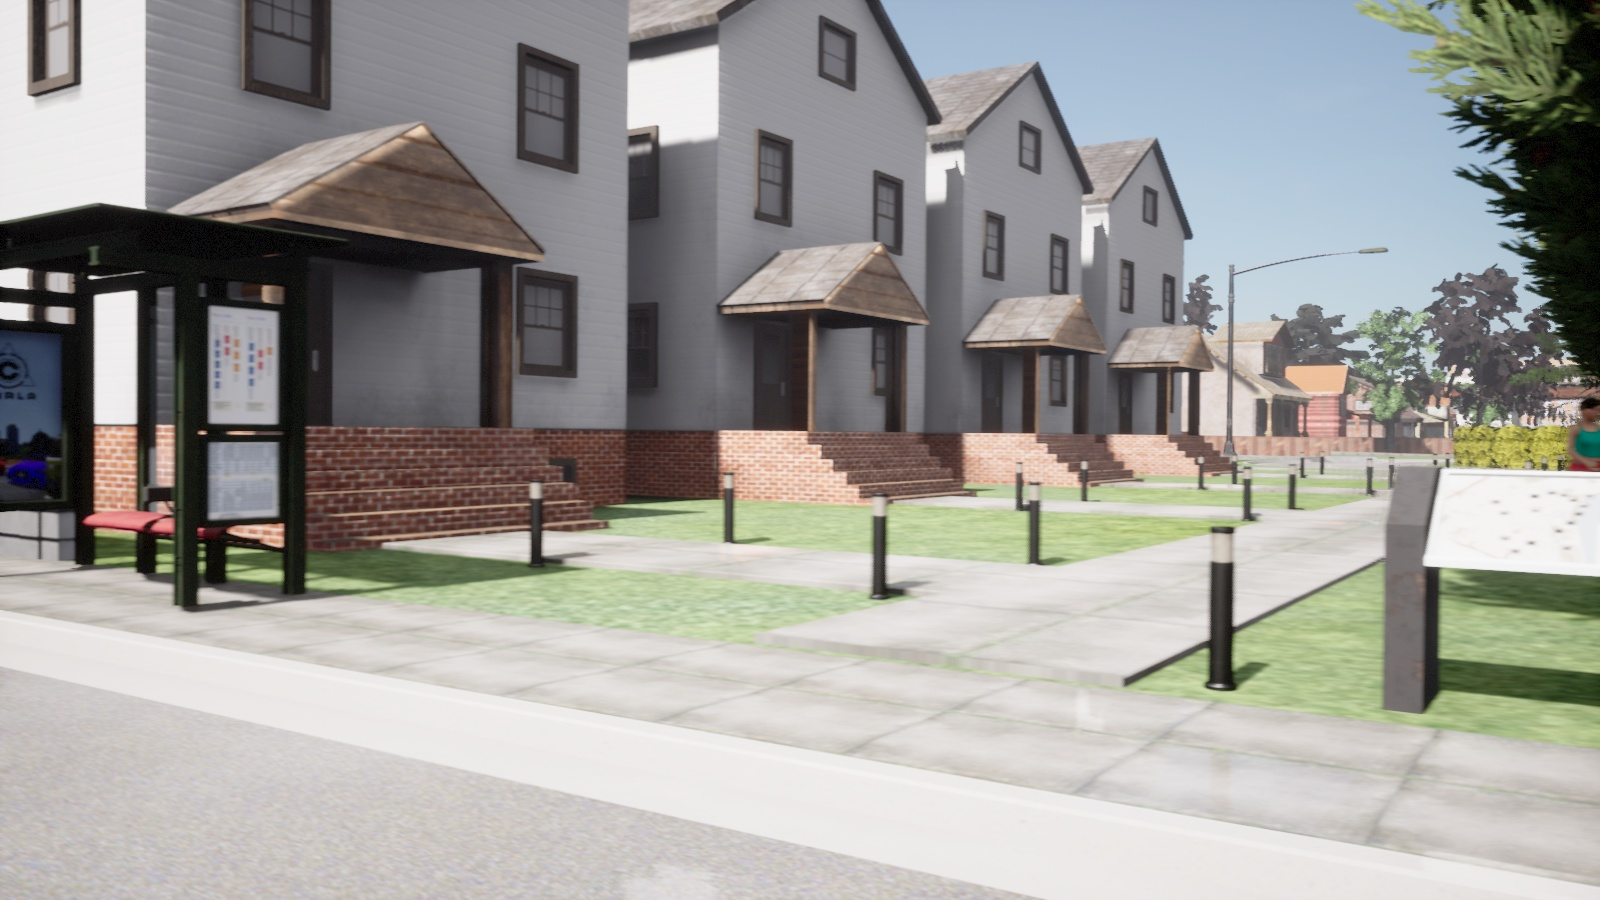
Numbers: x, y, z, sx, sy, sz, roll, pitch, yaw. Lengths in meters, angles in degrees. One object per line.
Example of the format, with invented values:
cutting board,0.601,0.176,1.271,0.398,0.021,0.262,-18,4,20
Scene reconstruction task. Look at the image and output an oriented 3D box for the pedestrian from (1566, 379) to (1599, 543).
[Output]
pedestrian,9.088,0.117,14.305,0.345,1.836,0.594,-1,1,-3
